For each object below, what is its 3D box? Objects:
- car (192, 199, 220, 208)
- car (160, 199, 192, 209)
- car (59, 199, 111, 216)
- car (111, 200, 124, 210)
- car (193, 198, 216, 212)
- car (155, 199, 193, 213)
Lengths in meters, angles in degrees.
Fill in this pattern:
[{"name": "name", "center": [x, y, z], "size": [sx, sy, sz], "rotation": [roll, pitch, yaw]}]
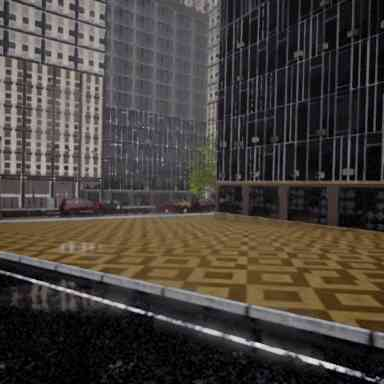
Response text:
[{"name": "car", "center": [2.360, 1.882, 55.623], "size": [4.313, 1.339, 1.947], "rotation": [1, 1, -34]}, {"name": "car", "center": [-2.457, 1.795, 52.323], "size": [4.829, 1.417, 1.752], "rotation": [1, 1, -34]}, {"name": "car", "center": [-11.892, 1.655, 36.304], "size": [5.009, 1.841, 2.192], "rotation": [1, 1, -34]}, {"name": "car", "center": [-11.671, 1.732, 46.012], "size": [4.403, 1.369, 2.008], "rotation": [1, 1, -34]}, {"name": "car", "center": [2.139, 1.790, 45.915], "size": [5.009, 1.841, 2.192], "rotation": [1, 1, -34]}, {"name": "car", "center": [-2.543, 1.974, 42.715], "size": [4.507, 1.381, 1.887], "rotation": [1, 1, -34]}]
